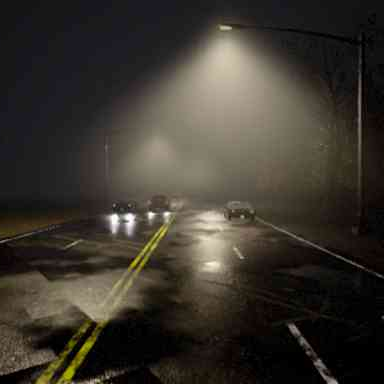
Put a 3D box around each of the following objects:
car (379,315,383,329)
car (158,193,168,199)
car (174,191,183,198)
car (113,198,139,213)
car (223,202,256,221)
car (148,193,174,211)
[{"bbox_3d":[3.354,1.576,2.160,1.895,1.301,4.718,0,0,0],"label":"car"},{"bbox_3d":[-6.449,0.799,73.712,1.895,1.301,4.718,0,1,0],"label":"car"},{"bbox_3d":[-3.198,0.544,75.561,2.097,1.767,4.553,0,1,0],"label":"car"},{"bbox_3d":[-6.575,1.306,33.309,1.895,1.301,4.718,0,1,0],"label":"car"},{"bbox_3d":[3.406,1.347,24.651,1.895,1.301,4.718,1,1,0],"label":"car"},{"bbox_3d":[-3.321,1.044,34.699,2.097,1.767,4.553,0,1,0],"label":"car"}]
